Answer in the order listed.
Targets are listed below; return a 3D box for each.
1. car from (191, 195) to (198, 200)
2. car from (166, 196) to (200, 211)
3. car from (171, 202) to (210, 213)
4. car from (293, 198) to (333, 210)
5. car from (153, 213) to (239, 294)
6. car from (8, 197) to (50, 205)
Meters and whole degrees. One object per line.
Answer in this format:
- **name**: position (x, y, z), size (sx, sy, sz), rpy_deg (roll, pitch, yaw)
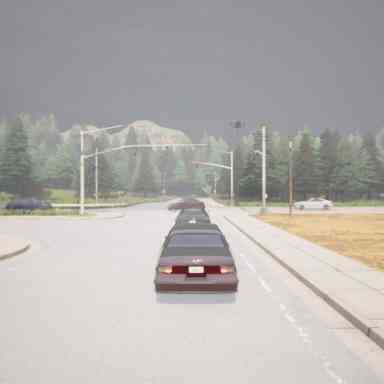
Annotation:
- **car**: position (0.685, 1.426, 91.776), size (1.994, 1.385, 4.181), rpy_deg (0, 0, 2)
- **car**: position (-0.738, 1.489, 38.075), size (4.674, 1.442, 1.812), rpy_deg (0, -1, -34)
- **car**: position (0.078, 1.536, 19.513), size (1.994, 1.385, 4.181), rpy_deg (0, 0, 1)
- **car**: position (14.553, 1.456, 40.153), size (4.674, 1.442, 1.812), rpy_deg (0, 0, 1)
- **car**: position (0.089, 1.538, 8.907), size (2.033, 1.411, 5.357), rpy_deg (0, 0, 0)
- **car**: position (-18.018, 1.385, 37.087), size (4.553, 1.767, 2.097), rpy_deg (0, 0, 1)
